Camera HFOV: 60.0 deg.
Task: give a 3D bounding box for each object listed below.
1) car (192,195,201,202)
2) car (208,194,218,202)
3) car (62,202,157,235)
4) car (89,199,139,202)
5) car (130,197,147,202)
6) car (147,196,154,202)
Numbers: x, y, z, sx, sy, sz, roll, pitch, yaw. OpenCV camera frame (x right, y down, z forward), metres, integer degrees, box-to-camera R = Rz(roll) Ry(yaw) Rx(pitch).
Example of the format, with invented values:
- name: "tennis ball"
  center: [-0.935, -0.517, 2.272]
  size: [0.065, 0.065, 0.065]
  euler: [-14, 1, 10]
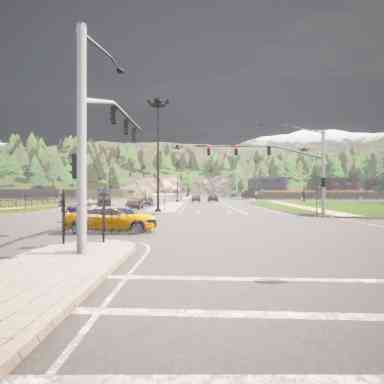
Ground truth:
- name: "car"
  center: [0.866, 1.358, 69.850]
  size: [2.128, 1.511, 4.902]
  euler: [0, 0, 1]
- name: "car"
  center: [4.366, 1.188, 69.775]
  size: [2.097, 1.767, 4.553]
  euler: [0, 0, 1]
- name: "car"
  center: [-4.437, 1.477, 18.111]
  size: [5.008, 1.535, 1.882]
  euler: [0, 0, 0]
- name: "car"
  center: [-6.893, 1.477, 25.127]
  size: [5.008, 1.535, 1.882]
  euler: [0, 0, 0]
- name: "car"
  center: [-7.577, 1.526, 44.005]
  size: [1.812, 1.442, 4.674]
  euler: [0, 0, 0]
- name: "car"
  center: [-7.430, 1.491, 54.373]
  size: [2.128, 1.511, 4.902]
  euler: [0, 0, 1]
